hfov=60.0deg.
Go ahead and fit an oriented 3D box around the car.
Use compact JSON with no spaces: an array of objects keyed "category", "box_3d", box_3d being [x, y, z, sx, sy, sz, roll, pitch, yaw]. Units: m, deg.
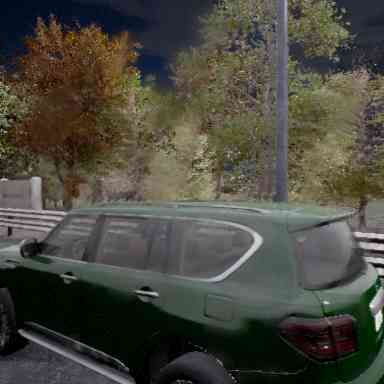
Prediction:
[{"category":"car","box_3d":[-0.619,1.123,4.337,5.566,2.045,2.150,0,0,36]}]
